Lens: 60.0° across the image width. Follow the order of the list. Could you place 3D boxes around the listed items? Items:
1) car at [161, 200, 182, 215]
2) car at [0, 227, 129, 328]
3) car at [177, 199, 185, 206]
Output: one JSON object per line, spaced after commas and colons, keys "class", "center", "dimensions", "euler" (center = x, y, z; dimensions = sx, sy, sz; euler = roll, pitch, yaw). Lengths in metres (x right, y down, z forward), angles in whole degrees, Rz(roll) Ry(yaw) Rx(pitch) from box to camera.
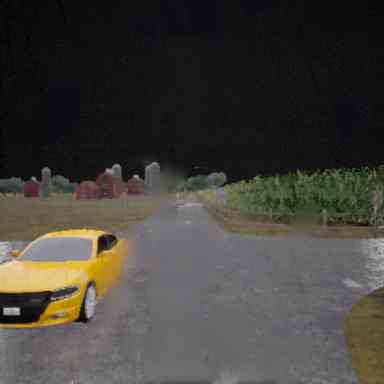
{"class": "car", "center": [-2.606, 2.050, 40.218], "dimensions": [2.033, 1.411, 5.357], "euler": [0, 0, 0]}
{"class": "car", "center": [-2.722, 1.626, 7.554], "dimensions": [1.882, 1.535, 5.008], "euler": [0, -2, 0]}
{"class": "car", "center": [-2.491, 2.291, 71.010], "dimensions": [1.837, 1.490, 4.892], "euler": [0, -1, 0]}
